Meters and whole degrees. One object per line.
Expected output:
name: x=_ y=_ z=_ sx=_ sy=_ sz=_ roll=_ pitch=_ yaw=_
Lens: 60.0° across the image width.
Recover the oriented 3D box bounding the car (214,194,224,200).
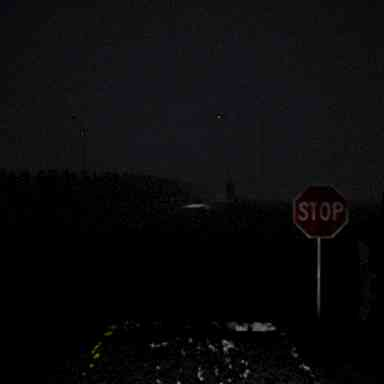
car: x=6.466 y=1.131 z=78.816 sx=1.882 sy=1.535 sz=5.008 roll=0 pitch=0 yaw=12

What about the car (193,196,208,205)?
car: x=1.473 y=1.351 z=53.996 sx=1.895 sy=1.301 sz=4.718 roll=0 pitch=0 yaw=10
